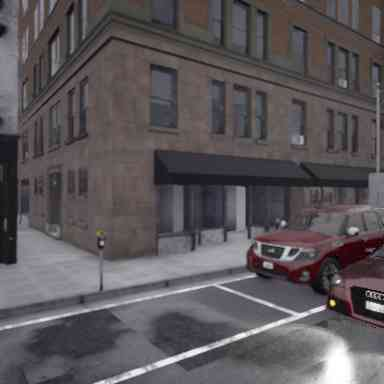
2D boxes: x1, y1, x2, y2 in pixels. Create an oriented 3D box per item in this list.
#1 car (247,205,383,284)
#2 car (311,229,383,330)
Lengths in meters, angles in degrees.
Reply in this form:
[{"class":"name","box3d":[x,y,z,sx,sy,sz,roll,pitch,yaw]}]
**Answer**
[{"class":"car","box3d":[3.747,1.315,8.874,5.009,1.841,2.192,0,0,-36]},{"class":"car","box3d":[4.400,1.564,6.201,4.181,1.385,1.994,0,0,-35]}]
